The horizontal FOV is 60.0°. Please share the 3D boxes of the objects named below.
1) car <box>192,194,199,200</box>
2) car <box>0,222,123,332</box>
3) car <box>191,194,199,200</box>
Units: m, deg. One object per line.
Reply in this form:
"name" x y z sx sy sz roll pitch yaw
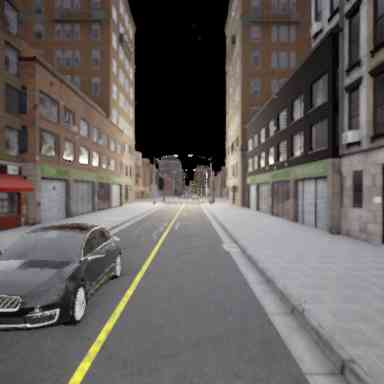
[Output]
"car" 0.874 1.379 92.778 1.947 1.339 4.313 0 0 0
"car" -2.772 1.478 7.087 1.837 1.490 4.892 0 0 0
"car" 0.894 1.336 81.696 1.752 1.417 4.829 0 0 0
